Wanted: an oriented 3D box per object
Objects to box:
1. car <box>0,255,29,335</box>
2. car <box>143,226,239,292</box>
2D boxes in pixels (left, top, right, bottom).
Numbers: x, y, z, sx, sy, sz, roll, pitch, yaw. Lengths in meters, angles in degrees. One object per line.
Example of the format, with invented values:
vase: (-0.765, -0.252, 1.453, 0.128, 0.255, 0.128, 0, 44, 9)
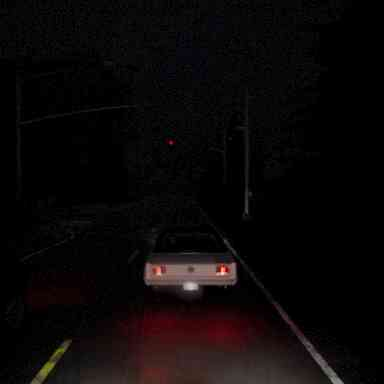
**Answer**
car: (-3.637, 1.495, 3.883, 1.812, 1.442, 4.674, 0, 0, -1)
car: (-0.067, 1.531, 8.677, 1.895, 1.301, 4.718, 0, 0, -1)
